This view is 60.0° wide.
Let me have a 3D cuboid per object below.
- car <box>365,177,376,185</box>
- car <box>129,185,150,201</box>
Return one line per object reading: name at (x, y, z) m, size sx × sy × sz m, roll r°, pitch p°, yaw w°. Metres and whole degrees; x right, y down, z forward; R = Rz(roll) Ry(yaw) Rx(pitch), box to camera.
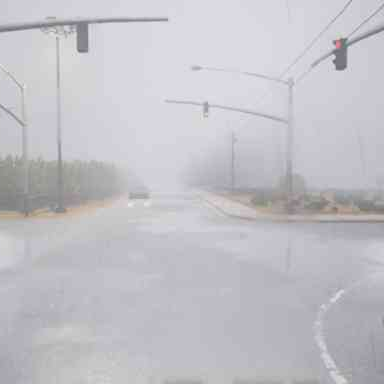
car at (42.048, -2.532, 77.915) m, size 1.905 × 1.878 × 3.866 m, roll 10°, pitch 10°, yaw 41°
car at (-5.252, 0.043, 33.437) m, size 1.882 × 1.535 × 5.008 m, roll 0°, pitch 4°, yaw -5°
